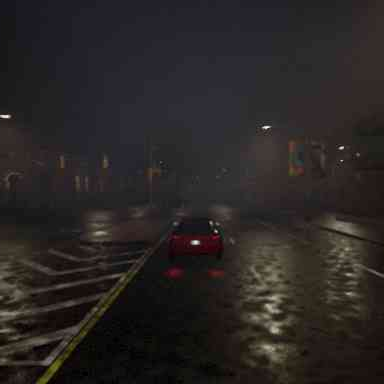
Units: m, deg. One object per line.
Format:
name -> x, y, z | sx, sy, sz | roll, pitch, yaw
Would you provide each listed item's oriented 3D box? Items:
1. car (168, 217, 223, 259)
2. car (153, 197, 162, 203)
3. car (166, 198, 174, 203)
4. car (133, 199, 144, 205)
car -> 0.176, 1.694, 13.244 | 1.994, 1.385, 4.181 | 0, 0, 2
car -> -9.530, 2.256, 92.839 | 2.097, 1.767, 4.553 | 0, -1, 1
car -> -6.032, 2.400, 92.728 | 1.837, 1.490, 4.892 | 0, -1, 1
car -> -13.042, 2.384, 81.373 | 1.895, 1.301, 4.718 | 0, -1, 1
